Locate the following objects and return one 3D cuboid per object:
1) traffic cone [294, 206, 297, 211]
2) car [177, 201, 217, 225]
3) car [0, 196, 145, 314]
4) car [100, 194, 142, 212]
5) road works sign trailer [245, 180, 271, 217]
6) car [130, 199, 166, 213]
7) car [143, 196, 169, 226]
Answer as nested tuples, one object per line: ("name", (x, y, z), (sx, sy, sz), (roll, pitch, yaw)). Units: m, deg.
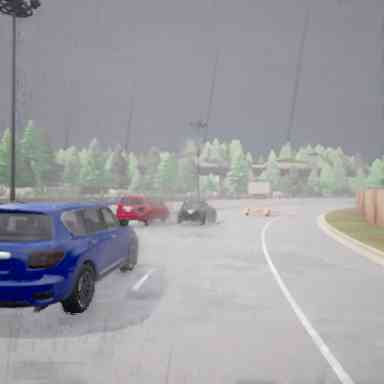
("traffic cone", (13.777, 2.177, 44.341), (0.340, 0.580, 0.340), (0, 0, 26))
("car", (0.481, 1.439, 24.976), (2.097, 1.767, 4.553), (0, 0, 16))
("car", (-2.895, 1.233, 7.839), (2.150, 2.045, 5.566), (0, 0, 5))
("car", (-8.690, 1.313, 41.296), (2.150, 2.045, 5.566), (0, 0, 23))
("road works sign trailer", (6.739, 0.612, 33.317), (2.380, 3.560, 2.880), (0, 0, 26))
("car", (-5.246, 1.601, 40.341), (2.128, 1.511, 4.902), (0, 0, 24))
("car", (-3.457, 1.284, 24.116), (2.150, 2.045, 5.566), (0, 0, 15))
